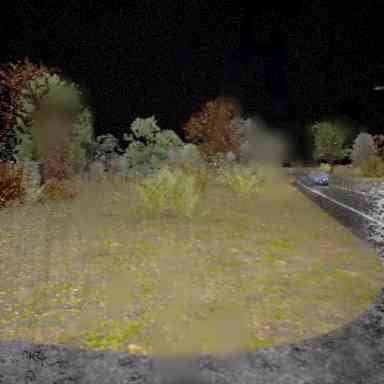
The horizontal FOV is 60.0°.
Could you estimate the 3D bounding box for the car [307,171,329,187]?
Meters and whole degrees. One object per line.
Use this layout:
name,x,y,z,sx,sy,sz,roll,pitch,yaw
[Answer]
car,16.455,-1.744,43.713,2.150,2.045,5.566,-2,3,13
